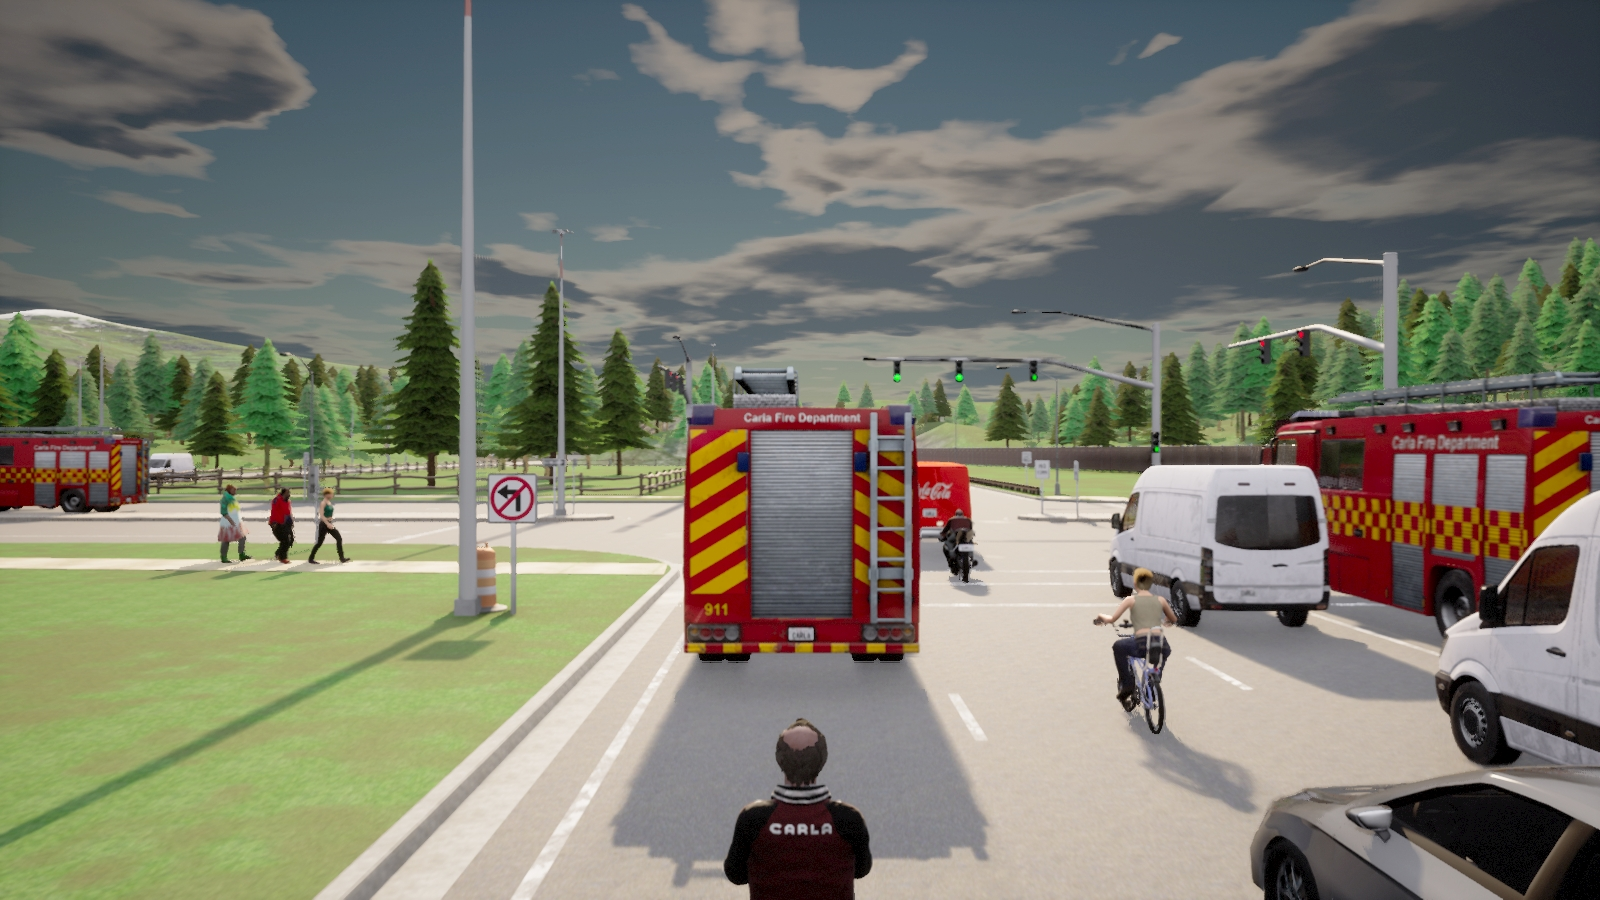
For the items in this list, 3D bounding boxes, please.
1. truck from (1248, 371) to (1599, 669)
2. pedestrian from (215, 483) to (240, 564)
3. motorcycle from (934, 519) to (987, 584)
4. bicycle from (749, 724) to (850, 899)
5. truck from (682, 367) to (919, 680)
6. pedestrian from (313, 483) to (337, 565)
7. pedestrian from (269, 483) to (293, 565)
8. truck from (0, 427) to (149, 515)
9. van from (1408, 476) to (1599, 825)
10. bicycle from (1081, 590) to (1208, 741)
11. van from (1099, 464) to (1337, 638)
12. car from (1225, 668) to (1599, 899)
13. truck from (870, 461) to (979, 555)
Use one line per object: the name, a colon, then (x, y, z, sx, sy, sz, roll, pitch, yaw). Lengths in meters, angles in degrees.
truck: (10.511, 0.899, 18.913, 2.891, 3.827, 8.468, 0, 0, 0)
pedestrian: (-13.359, 1.708, 26.648, 0.375, 1.860, 0.375, 0, 0, 6)
motorcycle: (3.521, 2.215, 25.248, 0.867, 1.251, 2.209, 0, 0, 0)
bicycle: (-0.001, 2.063, 4.616, 0.329, 1.471, 1.835, 0, 0, 0)
truck: (0.010, 0.898, 18.177, 2.891, 3.827, 8.468, 0, 0, 0)
pedestrian: (-10.958, 1.707, 26.341, 0.375, 1.860, 0.375, 0, 0, 9)
pedestrian: (-12.033, 1.707, 26.479, 0.375, 1.860, 0.375, 0, 0, 6)
truck: (-34.134, 0.911, 51.070, 8.468, 3.827, 2.891, 0, 0, 1)
van: (7.003, 1.538, 8.342, 1.988, 2.561, 5.915, 0, 0, 0)
bicycle: (3.497, 2.163, 11.744, 0.859, 1.277, 1.487, 0, 0, 0)
van: (7.012, 1.540, 19.997, 1.988, 2.561, 5.915, 0, 0, 0)
car: (3.506, 2.068, 4.893, 1.816, 1.474, 4.193, 0, 0, 0)
truck: (3.527, 1.586, 33.465, 2.627, 2.467, 5.204, 0, 0, 0)
